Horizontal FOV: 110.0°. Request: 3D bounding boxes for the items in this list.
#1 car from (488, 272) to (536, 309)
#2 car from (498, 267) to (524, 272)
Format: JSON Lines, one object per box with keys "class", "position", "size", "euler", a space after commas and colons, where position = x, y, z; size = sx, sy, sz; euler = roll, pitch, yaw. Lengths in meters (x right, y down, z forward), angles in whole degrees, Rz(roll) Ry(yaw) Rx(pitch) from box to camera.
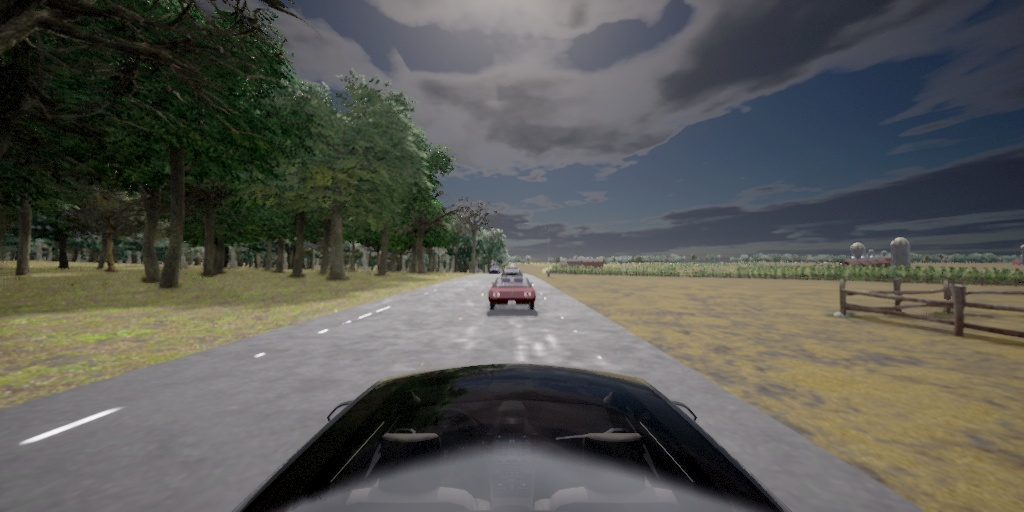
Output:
{"class": "car", "position": [0.005, 1.541, 15.968], "size": [1.895, 1.301, 4.718], "euler": [0, -1, 0]}
{"class": "car", "position": [0.009, 1.729, 31.156], "size": [1.837, 1.490, 4.892], "euler": [0, -1, 0]}
